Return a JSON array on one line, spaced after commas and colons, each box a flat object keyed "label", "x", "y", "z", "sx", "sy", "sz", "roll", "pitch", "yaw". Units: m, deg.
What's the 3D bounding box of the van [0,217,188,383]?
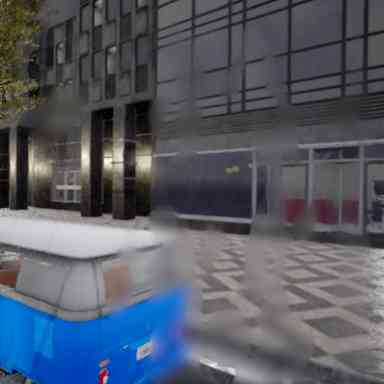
[{"label": "van", "x": -1.954, "y": 1.292, "z": 4.352, "sx": 3.998, "sy": 1.788, "sz": 1.690, "roll": 1, "pitch": 1, "yaw": 35}]
